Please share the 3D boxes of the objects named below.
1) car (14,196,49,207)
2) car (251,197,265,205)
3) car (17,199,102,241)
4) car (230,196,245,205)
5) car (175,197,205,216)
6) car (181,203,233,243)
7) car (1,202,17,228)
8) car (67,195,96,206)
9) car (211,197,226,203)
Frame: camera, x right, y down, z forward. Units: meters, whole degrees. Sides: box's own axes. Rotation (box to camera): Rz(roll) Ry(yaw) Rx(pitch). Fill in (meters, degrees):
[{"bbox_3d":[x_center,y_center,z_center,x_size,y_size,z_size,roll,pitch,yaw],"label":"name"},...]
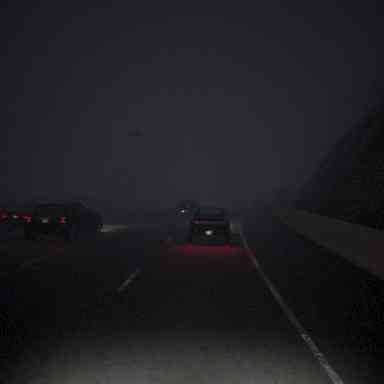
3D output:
[{"bbox_3d":[-22.387,1.256,46.506,1.812,1.442,4.674,1,0,14],"label":"car"},{"bbox_3d":[12.291,1.710,62.271,1.994,1.385,4.181,1,0,22],"label":"car"},{"bbox_3d":[-6.128,1.276,16.441,2.097,1.767,4.553,1,0,6],"label":"car"},{"bbox_3d":[8.609,1.454,62.549,2.097,1.767,4.553,1,0,22],"label":"car"},{"bbox_3d":[-0.333,1.499,32.255,1.837,1.490,4.892,0,0,11],"label":"car"},{"bbox_3d":[0.939,1.502,16.341,2.128,1.511,4.902,1,0,6],"label":"car"},{"bbox_3d":[-9.414,1.431,20.857,2.033,1.411,5.357,1,0,8],"label":"car"},{"bbox_3d":[-17.238,1.308,52.216,1.882,1.535,5.008,1,0,16],"label":"car"},{"bbox_3d":[4.941,1.582,62.851,1.812,1.442,4.674,0,0,22],"label":"car"}]
